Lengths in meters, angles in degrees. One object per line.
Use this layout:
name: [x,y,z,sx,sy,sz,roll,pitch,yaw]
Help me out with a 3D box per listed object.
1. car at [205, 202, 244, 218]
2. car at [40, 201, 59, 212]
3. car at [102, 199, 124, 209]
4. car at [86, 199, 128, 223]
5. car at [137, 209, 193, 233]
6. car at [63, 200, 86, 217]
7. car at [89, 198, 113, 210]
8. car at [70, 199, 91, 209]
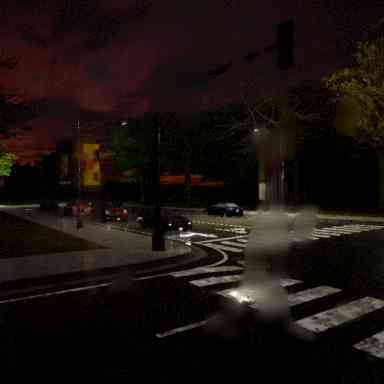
car: [3.039,1.689,32.135,1.994,1.385,4.181,-1,0,-35]
car: [-21.482,2.084,49.974,1.882,1.535,5.008,-1,0,-35]
car: [-13.179,1.907,55.180,1.837,1.490,4.892,-1,1,-34]
car: [-7.475,1.717,29.819,2.097,1.767,4.553,-1,0,-35]
car: [-1.975,1.820,22.069,2.033,1.411,5.357,-1,0,-29]
car: [-13.087,1.812,37.837,2.097,1.767,4.553,-1,0,-35]
car: [-13.791,1.783,50.392,2.097,1.767,4.553,-1,0,-35]
car: [-19.656,2.080,58.701,2.033,1.411,5.357,-1,0,-35]
